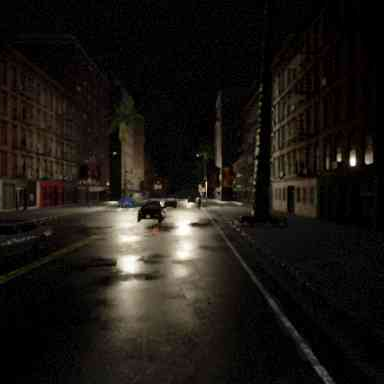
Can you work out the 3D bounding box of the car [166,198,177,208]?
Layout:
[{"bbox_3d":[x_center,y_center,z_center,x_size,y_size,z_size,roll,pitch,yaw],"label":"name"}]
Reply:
[{"bbox_3d":[-3.154,1.633,49.367,2.128,1.511,4.902,0,0,0],"label":"car"}]

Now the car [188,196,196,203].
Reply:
[{"bbox_3d":[-0.007,1.868,77.317,1.994,1.385,4.181,0,0,0],"label":"car"}]

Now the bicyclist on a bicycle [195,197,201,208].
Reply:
[{"bbox_3d":[0.900,1.587,50.922,0.866,1.612,1.509,0,0,0],"label":"bicyclist on a bicycle"}]

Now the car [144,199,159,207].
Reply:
[{"bbox_3d":[-6.552,1.767,54.078,1.895,1.301,4.718,0,0,1],"label":"car"}]

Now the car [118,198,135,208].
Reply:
[{"bbox_3d":[-9.820,1.624,50.453,1.882,1.535,5.008,0,0,0],"label":"car"}]

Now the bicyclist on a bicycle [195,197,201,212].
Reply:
[{"bbox_3d":[0.891,1.550,40.398,0.582,1.620,1.656,0,-1,0],"label":"bicyclist on a bicycle"}]

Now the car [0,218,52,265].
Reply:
[{"bbox_3d":[-6.601,1.606,11.257,1.895,1.301,4.718,0,0,0],"label":"car"}]

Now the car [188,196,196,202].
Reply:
[{"bbox_3d":[-0.008,1.867,88.669,1.837,1.490,4.892,0,0,0],"label":"car"}]

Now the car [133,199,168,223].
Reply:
[{"bbox_3d":[-3.152,1.564,26.164,1.812,1.442,4.674,0,0,0],"label":"car"}]
